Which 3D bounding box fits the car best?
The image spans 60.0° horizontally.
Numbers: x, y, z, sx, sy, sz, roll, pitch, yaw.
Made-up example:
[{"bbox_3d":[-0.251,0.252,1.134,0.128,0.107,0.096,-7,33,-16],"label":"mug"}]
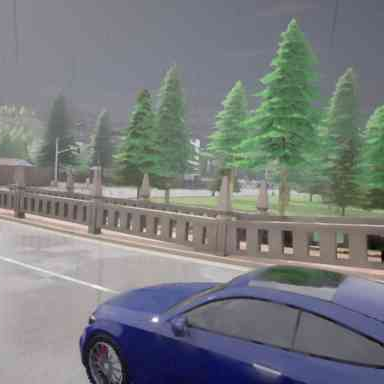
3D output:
[{"bbox_3d":[0.851,1.520,3.382,4.674,1.442,1.812,0,0,36],"label":"car"}]
